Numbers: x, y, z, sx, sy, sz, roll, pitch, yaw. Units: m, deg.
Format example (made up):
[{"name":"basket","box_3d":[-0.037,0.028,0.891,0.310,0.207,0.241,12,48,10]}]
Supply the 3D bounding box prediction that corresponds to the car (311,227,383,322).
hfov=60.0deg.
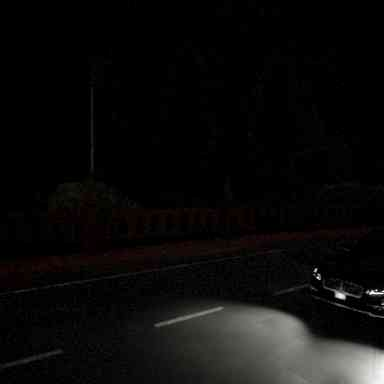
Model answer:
[{"name":"car","box_3d":[4.547,1.499,6.920,4.892,1.490,1.837,0,0,-33]}]
